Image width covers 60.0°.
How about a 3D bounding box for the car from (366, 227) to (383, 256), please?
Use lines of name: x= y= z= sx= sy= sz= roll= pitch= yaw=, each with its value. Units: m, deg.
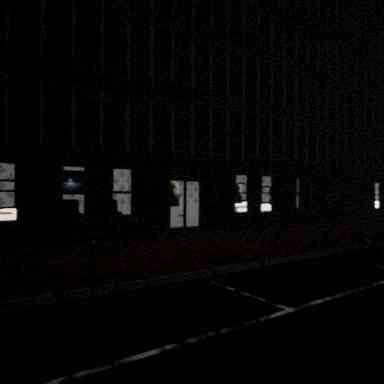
car: x=8.185 y=1.678 z=12.383 sx=4.403 sy=1.369 sz=2.008 roll=1 pitch=0 yaw=-35
